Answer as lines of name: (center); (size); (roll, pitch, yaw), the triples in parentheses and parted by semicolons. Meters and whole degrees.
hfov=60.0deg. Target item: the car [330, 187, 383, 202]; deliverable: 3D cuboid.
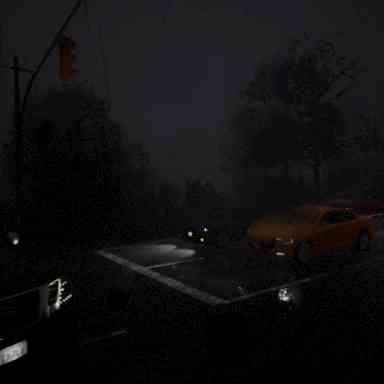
car: (9.361, 0.743, 18.694); (5.566, 2.045, 2.150); (-2, 1, -33)

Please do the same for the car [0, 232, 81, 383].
car: (-4.061, 1.240, 4.713); (5.566, 2.045, 2.150); (-1, 2, 33)

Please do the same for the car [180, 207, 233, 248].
car: (1.582, 1.328, 13.516); (4.181, 1.385, 1.994); (-2, 1, -34)

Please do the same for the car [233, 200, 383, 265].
car: (3.949, 1.232, 10.893); (5.008, 1.535, 1.882); (-2, 1, -34)
